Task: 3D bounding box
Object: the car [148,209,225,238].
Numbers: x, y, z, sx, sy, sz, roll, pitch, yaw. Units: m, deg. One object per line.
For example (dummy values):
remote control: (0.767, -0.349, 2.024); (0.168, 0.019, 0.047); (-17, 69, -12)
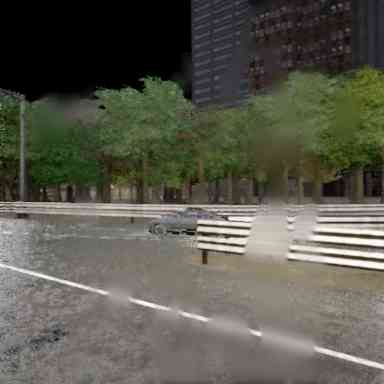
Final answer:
car: (-0.130, 1.565, 17.253); (4.181, 1.385, 1.994); (0, 0, 14)
